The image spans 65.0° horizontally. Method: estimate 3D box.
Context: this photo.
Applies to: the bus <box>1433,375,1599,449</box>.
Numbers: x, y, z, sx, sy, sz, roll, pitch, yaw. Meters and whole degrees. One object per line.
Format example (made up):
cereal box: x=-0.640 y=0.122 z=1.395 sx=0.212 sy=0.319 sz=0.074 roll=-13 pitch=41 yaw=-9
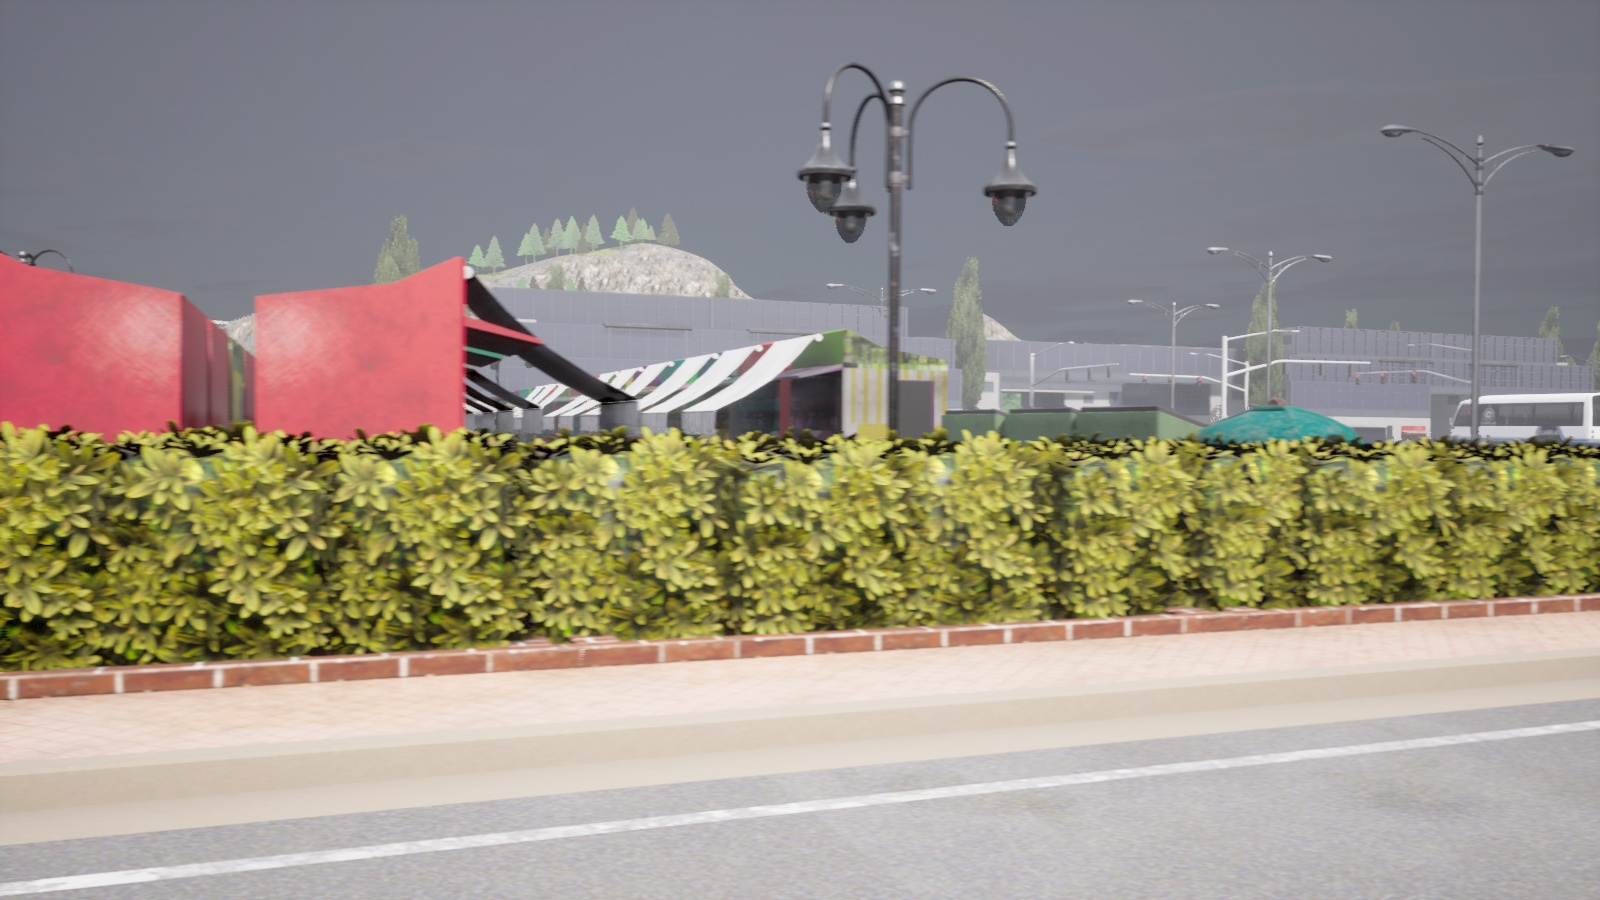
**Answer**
bus: x=45.101 y=-2.281 z=78.035 sx=3.944 sy=4.253 sz=10.273 roll=-1 pitch=1 yaw=-21
